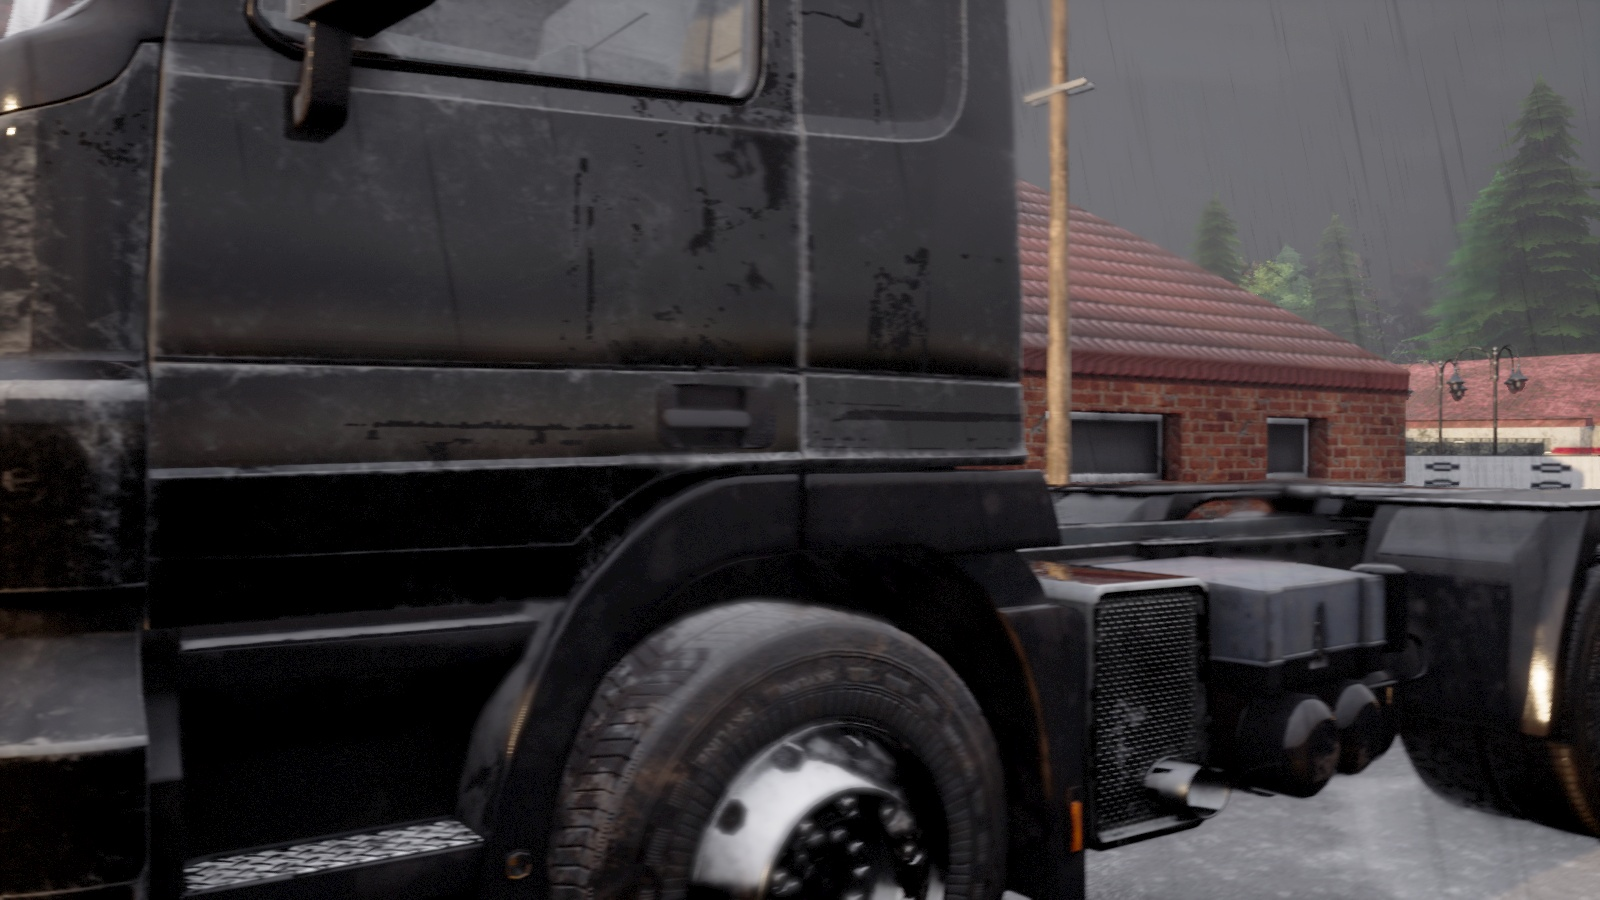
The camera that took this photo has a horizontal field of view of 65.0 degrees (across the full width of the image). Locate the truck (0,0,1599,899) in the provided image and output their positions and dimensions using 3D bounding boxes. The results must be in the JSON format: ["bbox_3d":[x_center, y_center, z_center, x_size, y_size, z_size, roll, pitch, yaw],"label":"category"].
[{"bbox_3d":[1.166,-0.227,5.066,7.936,3.462,2.891,0,0,-34],"label":"truck"}]
